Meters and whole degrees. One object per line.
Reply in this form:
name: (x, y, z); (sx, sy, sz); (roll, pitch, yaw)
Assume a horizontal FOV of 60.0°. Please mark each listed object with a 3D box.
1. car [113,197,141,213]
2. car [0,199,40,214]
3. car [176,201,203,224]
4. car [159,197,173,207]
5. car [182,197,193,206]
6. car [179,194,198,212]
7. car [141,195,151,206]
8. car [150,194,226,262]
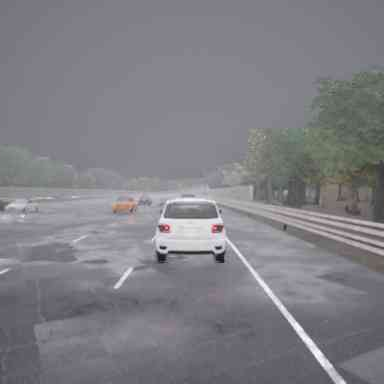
car: (-7.336, 1.363, 37.195); (2.097, 1.767, 4.553); (0, 0, -1)
car: (-17.945, 1.497, 35.360); (1.812, 1.442, 4.674); (0, 0, -1)
car: (-0.214, 1.491, 25.839); (1.882, 1.535, 5.008); (0, 0, -1)
car: (-4.298, 1.600, 54.798); (2.033, 1.411, 5.357); (0, 0, -2)
car: (-0.846, 1.569, 56.415); (1.837, 1.490, 4.892); (0, -1, -2)
car: (-0.511, 1.259, 40.560); (2.150, 2.045, 5.566); (0, 0, -1)
car: (-7.839, 1.397, 56.052); (2.097, 1.767, 4.553); (0, 0, -2)
car: (-0.051, 1.220, 12.193); (2.150, 2.045, 5.566); (0, 0, 0)
